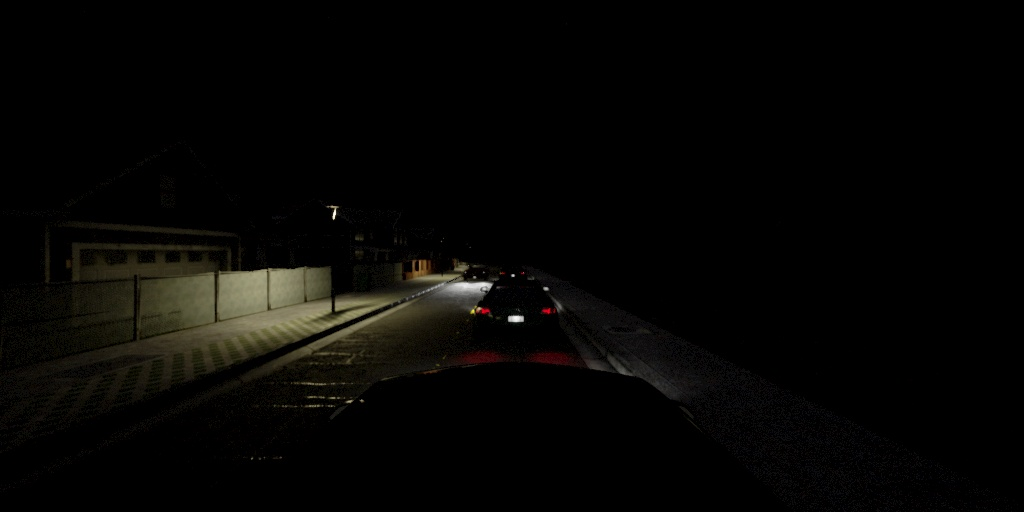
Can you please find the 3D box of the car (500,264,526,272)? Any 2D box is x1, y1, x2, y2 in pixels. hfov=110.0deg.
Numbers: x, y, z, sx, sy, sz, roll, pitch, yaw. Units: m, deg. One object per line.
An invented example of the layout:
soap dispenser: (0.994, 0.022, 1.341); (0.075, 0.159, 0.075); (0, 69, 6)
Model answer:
car: (0.068, 1.297, 26.288); (1.994, 1.385, 4.181); (0, 0, 0)

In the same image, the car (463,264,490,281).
car: (-2.886, 1.331, 29.897); (1.895, 1.301, 4.718); (0, 0, 0)

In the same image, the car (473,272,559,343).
car: (0.088, 1.309, 9.644); (1.994, 1.385, 4.181); (0, 0, 0)
